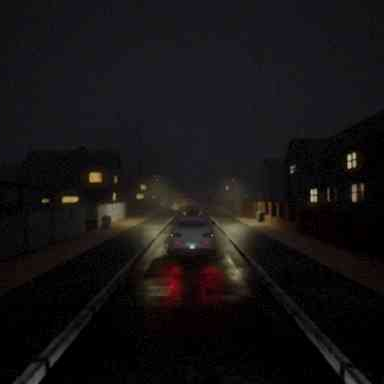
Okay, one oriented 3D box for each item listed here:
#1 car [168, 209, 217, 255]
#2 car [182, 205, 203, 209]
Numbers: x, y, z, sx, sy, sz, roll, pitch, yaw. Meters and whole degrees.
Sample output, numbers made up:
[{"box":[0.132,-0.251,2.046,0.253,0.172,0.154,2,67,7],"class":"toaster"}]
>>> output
[{"box":[0.025,1.681,13.897,1.812,1.442,4.674,0,0,1],"class":"car"},{"box":[0.024,1.843,28.887,1.812,1.442,4.674,0,0,1],"class":"car"}]
